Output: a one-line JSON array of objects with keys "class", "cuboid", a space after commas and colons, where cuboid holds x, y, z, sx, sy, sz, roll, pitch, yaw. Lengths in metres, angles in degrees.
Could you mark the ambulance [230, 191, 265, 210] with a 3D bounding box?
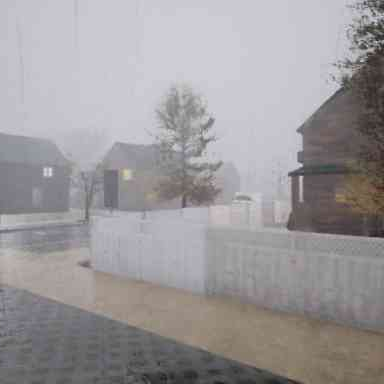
[{"class": "ambulance", "cuboid": [6.741, 1.149, 40.277, 2.351, 2.431, 6.366, 0, -1, 34]}]
